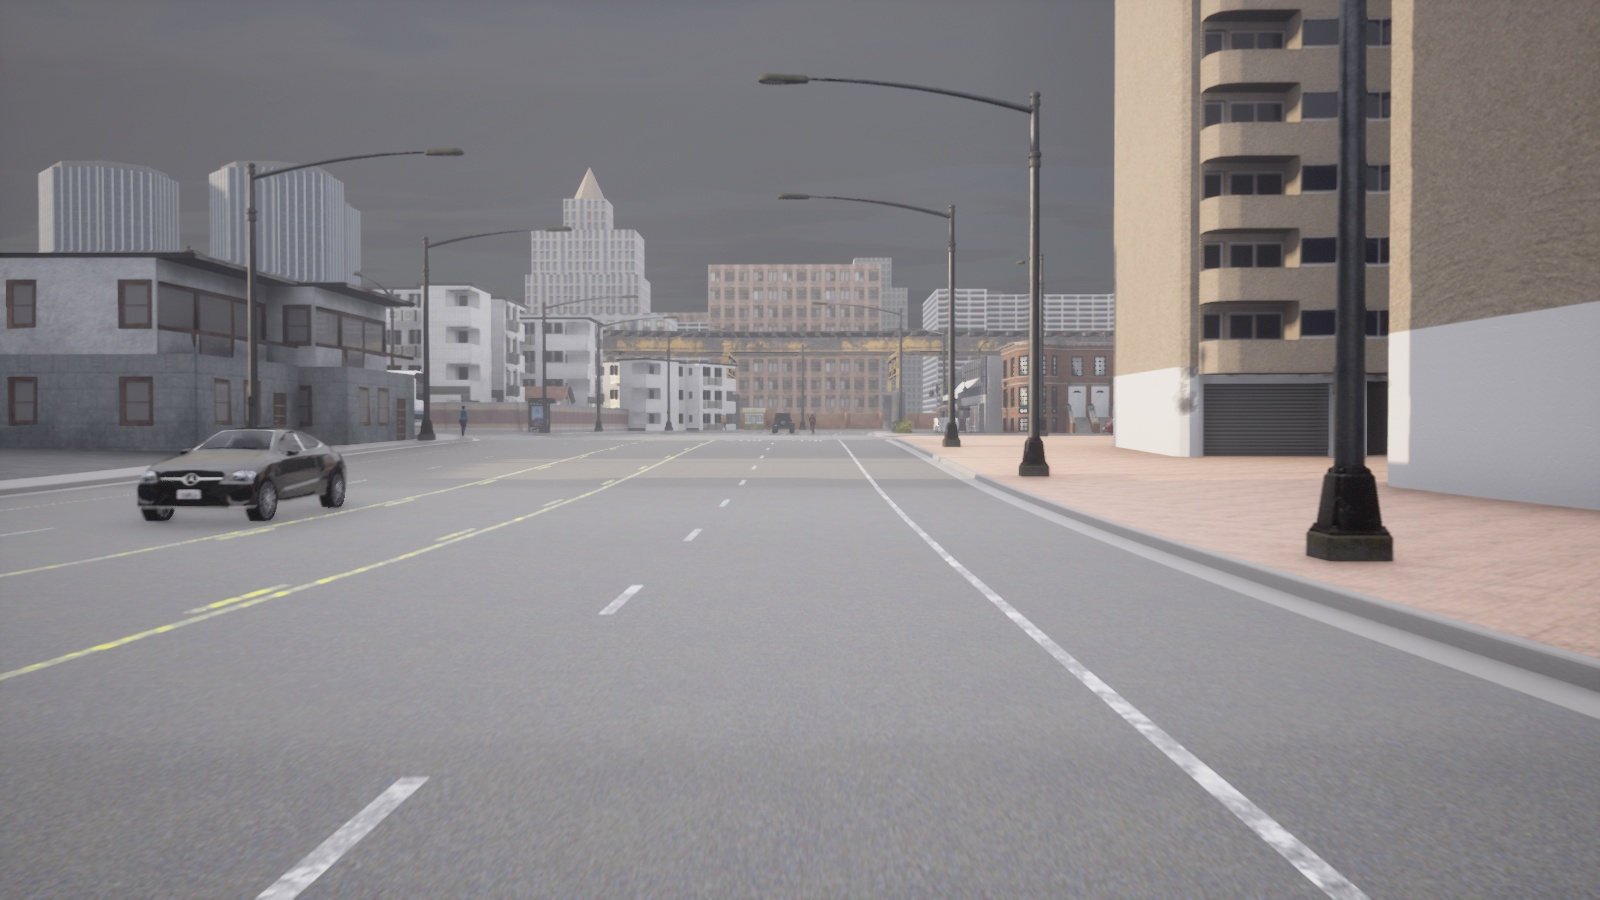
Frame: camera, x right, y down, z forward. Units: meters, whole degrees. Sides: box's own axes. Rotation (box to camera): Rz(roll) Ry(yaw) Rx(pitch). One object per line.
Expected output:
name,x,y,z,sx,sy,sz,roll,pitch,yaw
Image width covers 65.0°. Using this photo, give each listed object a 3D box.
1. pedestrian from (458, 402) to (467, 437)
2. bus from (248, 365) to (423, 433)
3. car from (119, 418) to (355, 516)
pedestrian,-19.152,-1.735,71.307,0.396,1.930,0.692,0,1,-6
bus,-31.120,-3.371,84.573,10.273,4.253,3.944,1,1,-2
car,-10.350,0.226,23.623,2.152,1.651,5.027,0,1,0
